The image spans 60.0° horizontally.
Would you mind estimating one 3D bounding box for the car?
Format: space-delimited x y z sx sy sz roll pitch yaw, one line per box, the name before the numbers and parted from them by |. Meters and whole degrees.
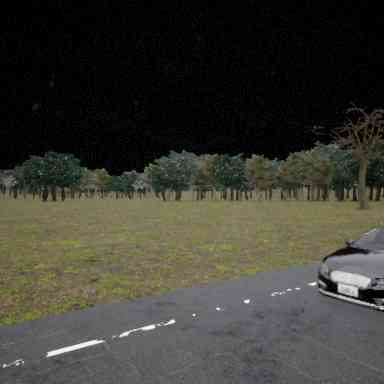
car | 4.790 1.491 7.389 4.902 1.511 2.128 0 0 -35
